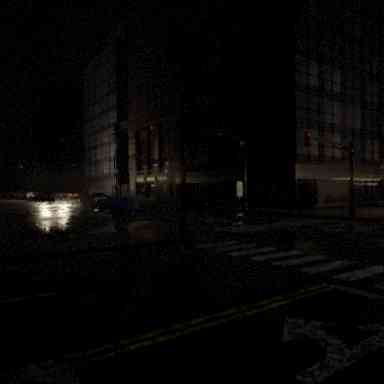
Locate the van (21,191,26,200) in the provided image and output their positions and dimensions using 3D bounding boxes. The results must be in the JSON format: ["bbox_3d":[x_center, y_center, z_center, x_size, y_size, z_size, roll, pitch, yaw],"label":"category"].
[{"bbox_3d":[-36.060,0.935,73.814,1.690,1.788,3.998,-1,1,-35],"label":"van"}]

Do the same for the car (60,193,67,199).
[{"bbox_3d":[-29.117,1.017,78.763,2.008,1.369,4.403,-1,1,-35],"label":"car"}]

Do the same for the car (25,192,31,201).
[{"bbox_3d":[-32.782,1.176,69.215,1.887,1.381,4.507,-1,1,-35],"label":"car"}]

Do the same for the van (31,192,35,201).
[{"bbox_3d":[-29.507,1.011,64.612,1.690,1.788,3.998,-1,1,-35],"label":"van"}]

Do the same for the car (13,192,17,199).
[{"bbox_3d":[-42.613,1.063,83.018,1.887,1.381,4.507,-1,1,-35],"label":"car"}]

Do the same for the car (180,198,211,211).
[{"bbox_3d":[0.374,1.344,37.351,1.947,1.339,4.313,-1,1,-35],"label":"car"}]

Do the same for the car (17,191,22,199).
[{"bbox_3d":[-39.336,1.122,78.417,1.947,1.339,4.313,-1,1,-35],"label":"car"}]

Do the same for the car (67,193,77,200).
[{"bbox_3d":[-25.840,1.086,74.162,1.802,1.307,4.206,-1,1,-35],"label":"car"}]

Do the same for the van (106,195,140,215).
[{"bbox_3d":[-6.570,1.247,32.403,1.690,1.788,3.998,-1,1,-35],"label":"van"}]

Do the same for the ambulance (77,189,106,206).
[{"bbox_3d":[-14.012,0.798,47.761,2.351,2.431,6.366,-1,1,-35],"label":"ambulance"}]

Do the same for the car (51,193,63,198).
[{"bbox_3d":[-35.671,0.941,87.965,2.008,1.369,4.403,-1,1,-35],"label":"car"}]

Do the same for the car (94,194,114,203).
[{"bbox_3d":[-16.010,1.161,60.358,1.887,1.381,4.507,-1,1,-35],"label":"car"}]

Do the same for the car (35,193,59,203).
[{"bbox_3d":[-26.230,1.022,60.011,2.192,1.841,5.009,-1,1,-35],"label":"car"}]

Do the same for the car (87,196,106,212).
[{"bbox_3d":[-9.846,1.458,37.007,1.802,1.307,4.206,-1,1,-35],"label":"car"}]
